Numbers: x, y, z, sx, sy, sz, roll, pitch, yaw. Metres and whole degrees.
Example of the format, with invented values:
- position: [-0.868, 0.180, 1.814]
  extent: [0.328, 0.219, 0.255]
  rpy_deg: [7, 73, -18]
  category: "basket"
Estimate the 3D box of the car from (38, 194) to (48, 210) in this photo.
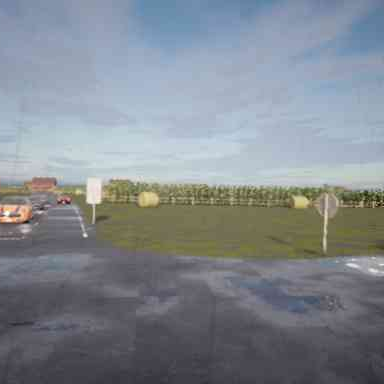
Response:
- position: [-16.810, 1.148, 35.551]
  extent: [1.837, 1.490, 4.892]
  rpy_deg: [1, 0, -21]
  category: "car"

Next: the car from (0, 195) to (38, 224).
- position: [-11.833, 1.099, 22.232]
  extent: [2.097, 1.767, 4.553]
  rpy_deg: [1, 0, -20]
  category: "car"

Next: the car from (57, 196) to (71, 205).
- position: [-19.194, 1.194, 49.770]
  extent: [1.895, 1.301, 4.718]
  rpy_deg: [1, 0, -22]
  category: "car"
